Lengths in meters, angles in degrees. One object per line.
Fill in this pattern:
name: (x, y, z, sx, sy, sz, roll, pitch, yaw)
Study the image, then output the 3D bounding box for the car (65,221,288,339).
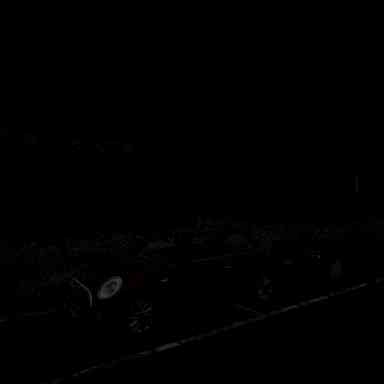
car: (-0.293, 1.441, 6.534, 4.097, 1.590, 1.967, 0, 1, -35)

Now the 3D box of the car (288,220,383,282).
car: (4.295, 1.545, 9.790, 4.507, 1.381, 1.887, 0, 1, -35)
